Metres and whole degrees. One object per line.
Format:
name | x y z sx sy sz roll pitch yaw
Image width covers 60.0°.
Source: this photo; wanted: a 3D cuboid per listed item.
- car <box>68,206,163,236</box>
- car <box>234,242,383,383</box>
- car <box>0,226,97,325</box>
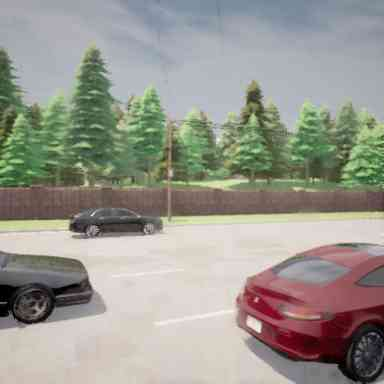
car | -3.933 1.525 17.536 4.892 1.490 1.837 0 0 -24
car | 2.895 1.558 5.275 4.674 1.442 1.812 0 0 -25
car | -4.547 1.531 5.723 5.357 1.411 2.033 0 0 -24
